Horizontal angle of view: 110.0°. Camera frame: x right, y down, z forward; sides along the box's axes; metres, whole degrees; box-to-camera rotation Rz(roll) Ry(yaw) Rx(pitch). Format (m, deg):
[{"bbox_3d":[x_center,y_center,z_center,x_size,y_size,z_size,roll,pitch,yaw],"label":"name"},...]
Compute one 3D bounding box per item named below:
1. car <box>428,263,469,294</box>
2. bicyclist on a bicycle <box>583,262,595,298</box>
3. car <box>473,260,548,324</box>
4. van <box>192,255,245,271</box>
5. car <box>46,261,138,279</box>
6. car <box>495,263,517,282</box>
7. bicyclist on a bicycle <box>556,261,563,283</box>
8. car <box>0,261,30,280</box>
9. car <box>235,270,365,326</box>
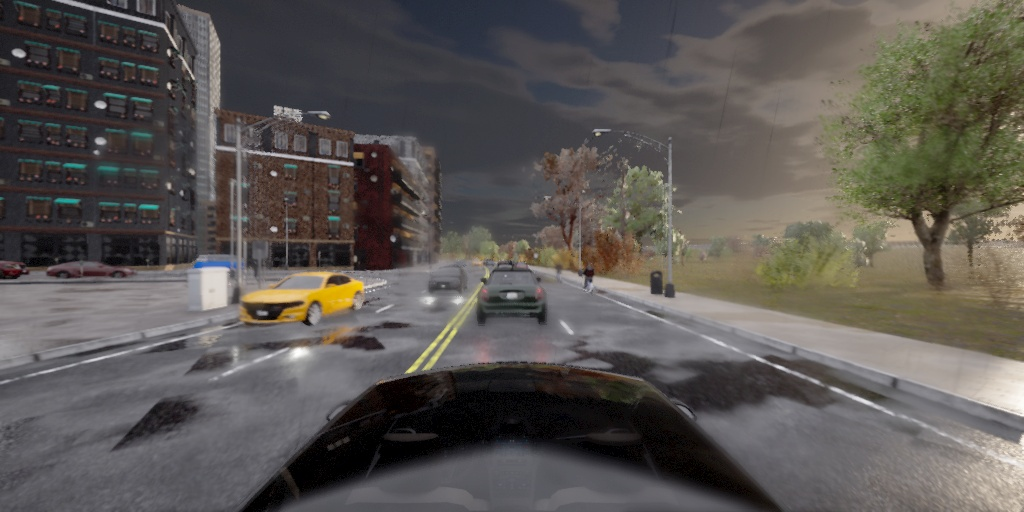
[{"bbox_3d":[-3.625,1.354,21.026,1.837,1.490,4.892,0,-1,-1],"label":"car"},{"bbox_3d":[3.904,1.199,18.351,0.659,1.776,1.843,0,0,-1],"label":"bicyclist on a bicycle"},{"bbox_3d":[-0.019,1.155,12.287,2.097,1.767,4.553,0,0,-1],"label":"car"},{"bbox_3d":[-28.582,0.825,35.121,3.998,1.789,1.690,0,0,-31],"label":"van"},{"bbox_3d":[-29.090,0.995,24.978,4.207,1.307,1.802,0,0,-31],"label":"car"},{"bbox_3d":[-0.624,1.400,31.927,1.837,1.490,4.892,0,0,-2],"label":"car"},{"bbox_3d":[3.613,1.241,27.422,0.659,1.776,1.843,0,0,-2],"label":"bicyclist on a bicycle"},{"bbox_3d":[-33.892,0.630,22.035,5.009,1.841,2.192,0,0,-31],"label":"car"},{"bbox_3d":[-6.701,1.284,12.078,1.882,1.535,5.008,0,-1,-1],"label":"car"}]
